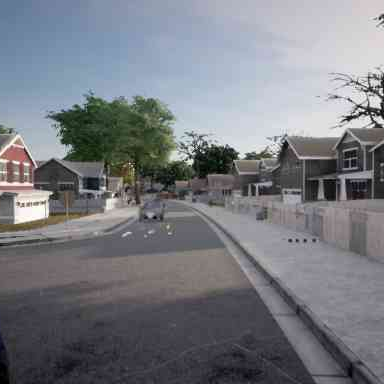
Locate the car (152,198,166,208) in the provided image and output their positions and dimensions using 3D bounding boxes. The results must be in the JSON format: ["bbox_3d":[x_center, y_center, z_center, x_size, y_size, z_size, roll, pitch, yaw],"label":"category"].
[{"bbox_3d":[-5.107,1.660,51.694,1.994,1.385,4.181,0,0,-6],"label":"car"}]

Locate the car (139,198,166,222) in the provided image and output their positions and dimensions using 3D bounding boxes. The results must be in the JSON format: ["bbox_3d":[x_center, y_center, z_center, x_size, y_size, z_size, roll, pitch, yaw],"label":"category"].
[{"bbox_3d":[-3.168,1.526,26.809,2.128,1.511,4.902,0,0,-3],"label":"car"}]

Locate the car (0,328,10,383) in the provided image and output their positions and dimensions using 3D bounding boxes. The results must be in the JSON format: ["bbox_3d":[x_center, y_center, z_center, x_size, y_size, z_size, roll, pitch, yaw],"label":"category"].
[{"bbox_3d":[-2.719,1.350,1.120,2.097,1.767,4.553,0,0,1],"label":"car"}]
